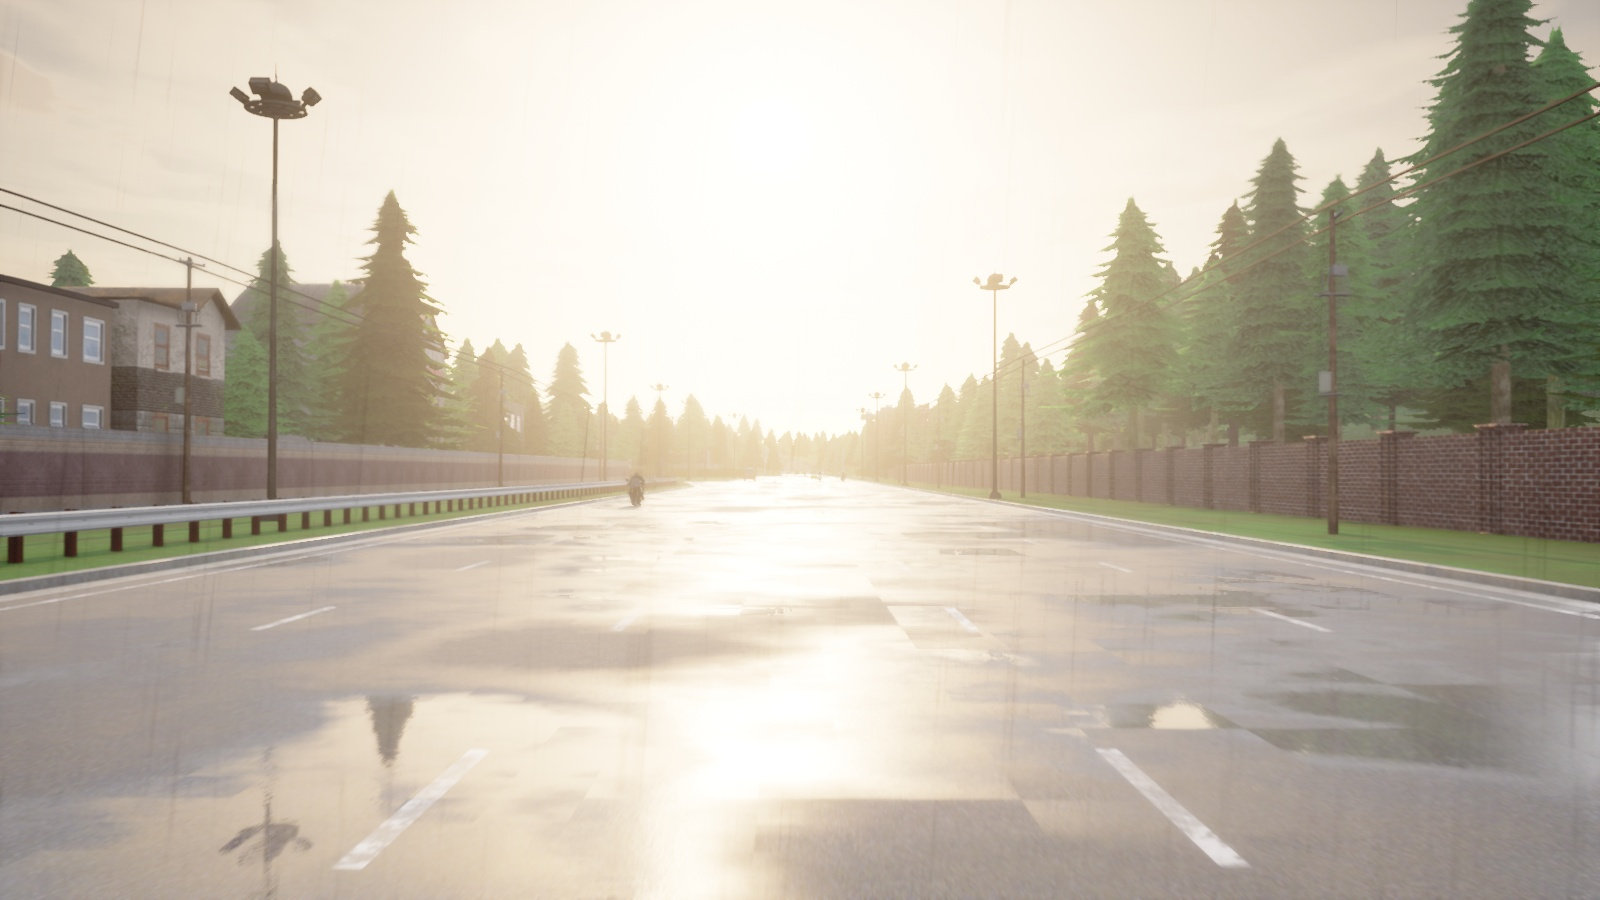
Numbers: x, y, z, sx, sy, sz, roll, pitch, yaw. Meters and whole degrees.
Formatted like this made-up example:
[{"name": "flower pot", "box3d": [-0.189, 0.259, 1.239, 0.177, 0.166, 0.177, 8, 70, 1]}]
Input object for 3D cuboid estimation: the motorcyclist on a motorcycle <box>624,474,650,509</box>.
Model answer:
[{"name": "motorcyclist on a motorcycle", "box3d": [-7.132, 1.799, 55.011, 0.866, 1.530, 2.191, 0, -1, 0]}]
